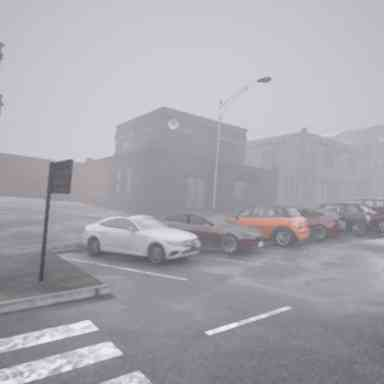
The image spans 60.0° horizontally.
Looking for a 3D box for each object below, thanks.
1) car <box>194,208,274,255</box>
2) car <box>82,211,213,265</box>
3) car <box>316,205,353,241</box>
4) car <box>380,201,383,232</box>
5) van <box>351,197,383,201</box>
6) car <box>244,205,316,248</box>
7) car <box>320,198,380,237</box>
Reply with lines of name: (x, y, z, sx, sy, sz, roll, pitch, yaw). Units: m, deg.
car: (0.516, 1.527, 13.420, 4.792, 1.488, 2.163, -1, -1, 34)
car: (-1.892, 1.528, 11.694, 4.674, 1.452, 2.002, -1, -1, 34)
car: (5.232, 1.548, 16.926, 4.792, 1.488, 2.163, -1, -1, 34)
car: (10.024, 1.538, 20.390, 5.008, 1.535, 2.097, -1, -1, 34)
van: (12.310, 1.324, 22.182, 4.442, 1.987, 1.878, -1, -1, 34)
car: (2.896, 1.382, 15.155, 4.553, 1.767, 2.185, -1, -1, 34)
car: (7.665, 1.403, 18.630, 4.553, 1.767, 2.185, -1, -1, 34)
